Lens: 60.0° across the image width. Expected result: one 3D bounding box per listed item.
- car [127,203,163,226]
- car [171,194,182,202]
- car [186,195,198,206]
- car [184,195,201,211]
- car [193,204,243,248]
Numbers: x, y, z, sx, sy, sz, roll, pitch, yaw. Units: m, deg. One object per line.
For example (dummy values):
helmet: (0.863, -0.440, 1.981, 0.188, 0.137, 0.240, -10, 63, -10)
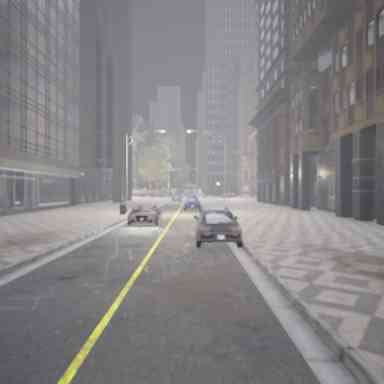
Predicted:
car: (-3.085, 1.456, 22.364, 1.994, 1.385, 4.181, 0, 0, 0)
car: (-2.986, 1.203, 64.450, 2.128, 1.511, 4.902, 0, 0, 0)
car: (0.024, 1.258, 52.048, 1.837, 1.490, 4.892, 0, 0, 0)
car: (0.069, 1.344, 38.121, 1.812, 1.442, 4.674, 0, 0, 1)
car: (1.056, 1.457, 14.348, 1.812, 1.442, 4.674, 0, 0, 0)
